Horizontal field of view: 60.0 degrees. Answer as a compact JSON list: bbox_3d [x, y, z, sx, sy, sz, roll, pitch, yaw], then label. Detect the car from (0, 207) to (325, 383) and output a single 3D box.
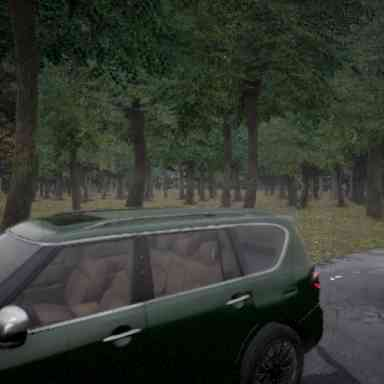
[{"bbox_3d":[-1.008,1.221,3.273,5.566,2.045,2.150,0,0,-36],"label":"car"}]
